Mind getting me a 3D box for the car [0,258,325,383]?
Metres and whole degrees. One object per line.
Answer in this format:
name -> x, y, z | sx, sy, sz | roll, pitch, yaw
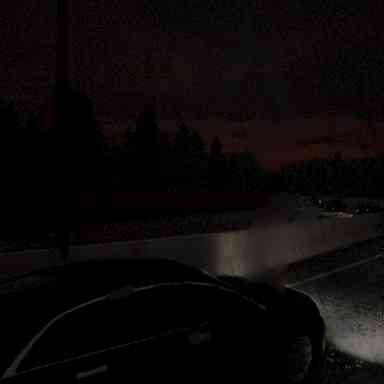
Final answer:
car -> -0.487, 1.514, 3.623 | 4.892, 1.490, 1.837 | 0, 0, -37
